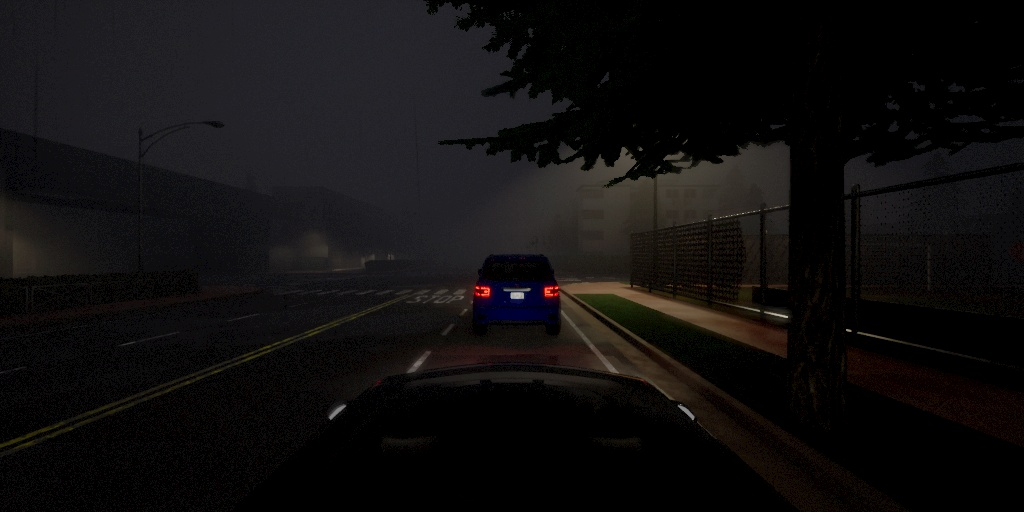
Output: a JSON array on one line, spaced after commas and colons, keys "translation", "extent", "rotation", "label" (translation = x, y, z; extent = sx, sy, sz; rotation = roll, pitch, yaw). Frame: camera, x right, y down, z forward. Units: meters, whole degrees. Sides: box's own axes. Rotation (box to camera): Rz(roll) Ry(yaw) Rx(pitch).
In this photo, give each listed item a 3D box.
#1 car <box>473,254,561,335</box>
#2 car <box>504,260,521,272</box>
[{"translation": [0.124, 0.972, 10.642], "extent": [2.150, 2.045, 5.566], "rotation": [0, 0, 0], "label": "car"}, {"translation": [0.064, 1.241, 46.289], "extent": [2.128, 1.511, 4.902], "rotation": [0, 0, -1], "label": "car"}]
